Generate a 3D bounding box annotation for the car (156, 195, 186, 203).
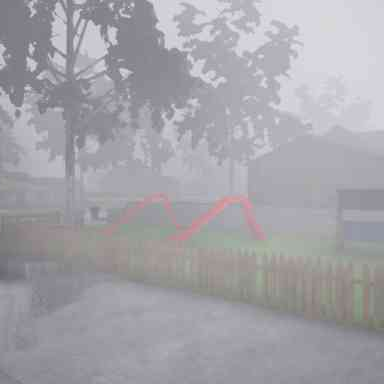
[{"bbox_3d":[-2.735,1.244,43.247,2.097,1.767,4.553,0,0,36],"label":"car"}]
